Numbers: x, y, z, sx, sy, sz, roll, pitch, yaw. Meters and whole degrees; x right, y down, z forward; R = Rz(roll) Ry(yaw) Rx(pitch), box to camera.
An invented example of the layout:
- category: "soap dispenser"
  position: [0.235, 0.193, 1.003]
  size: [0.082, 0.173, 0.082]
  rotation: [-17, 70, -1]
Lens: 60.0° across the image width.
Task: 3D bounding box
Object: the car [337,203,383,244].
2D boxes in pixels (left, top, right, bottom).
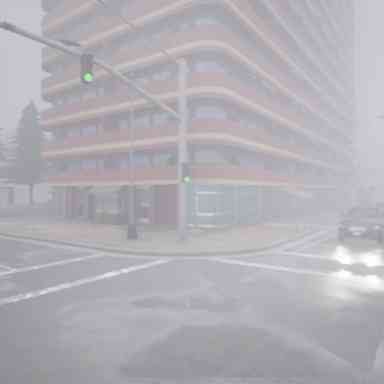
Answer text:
- category: "car"
  position: [8.383, 1.495, 16.074]
  size: [2.128, 1.511, 4.902]
  rotation: [0, 0, 36]
